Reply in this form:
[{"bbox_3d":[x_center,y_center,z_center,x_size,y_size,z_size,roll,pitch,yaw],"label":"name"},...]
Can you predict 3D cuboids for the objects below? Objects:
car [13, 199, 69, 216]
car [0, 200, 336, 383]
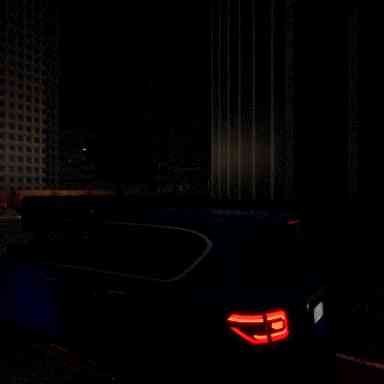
[{"bbox_3d":[-15.443,1.531,34.374,1.882,1.535,5.008,0,0,35],"label":"car"},{"bbox_3d":[-0.992,1.221,4.693,5.566,2.045,2.150,0,0,35],"label":"car"}]
